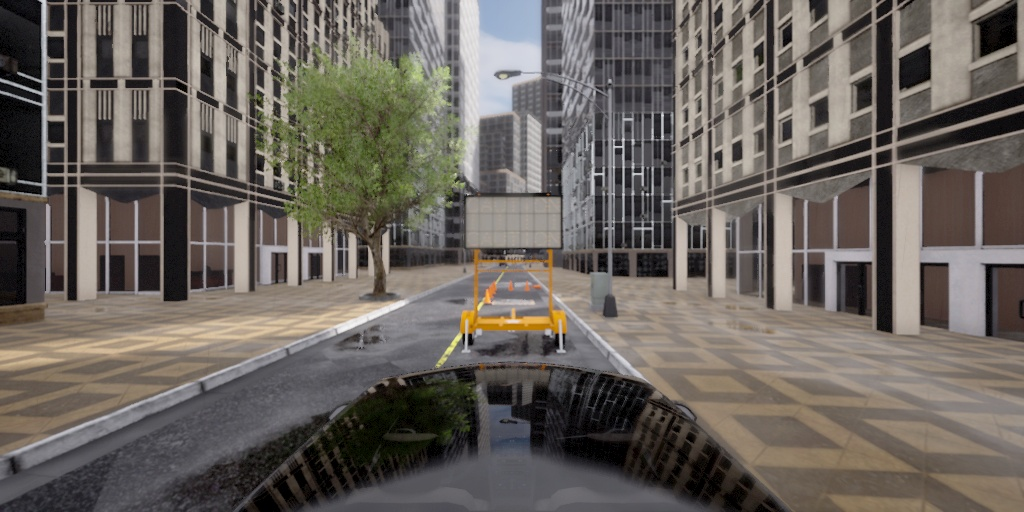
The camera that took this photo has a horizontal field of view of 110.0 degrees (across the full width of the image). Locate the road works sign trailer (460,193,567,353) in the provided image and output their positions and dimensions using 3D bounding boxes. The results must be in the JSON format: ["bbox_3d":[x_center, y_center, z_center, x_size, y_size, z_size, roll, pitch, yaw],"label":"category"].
[{"bbox_3d":[0.041,0.245,8.908,2.380,3.560,2.880,0,0,0],"label":"road works sign trailer"}]
